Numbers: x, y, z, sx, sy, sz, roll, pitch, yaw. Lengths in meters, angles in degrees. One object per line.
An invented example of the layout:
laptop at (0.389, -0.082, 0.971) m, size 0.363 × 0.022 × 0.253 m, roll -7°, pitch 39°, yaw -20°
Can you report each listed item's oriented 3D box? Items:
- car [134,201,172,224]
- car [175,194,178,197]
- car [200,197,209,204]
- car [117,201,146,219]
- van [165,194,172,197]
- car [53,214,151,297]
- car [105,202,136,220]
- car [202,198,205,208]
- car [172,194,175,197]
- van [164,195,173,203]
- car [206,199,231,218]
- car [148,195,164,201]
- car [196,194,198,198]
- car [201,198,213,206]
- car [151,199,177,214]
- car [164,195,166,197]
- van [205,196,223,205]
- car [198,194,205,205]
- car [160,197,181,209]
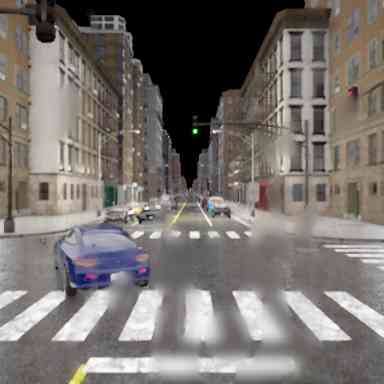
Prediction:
car at (-2.900, 1.638, 25.613) m, size 1.994 × 1.385 × 4.181 m, roll 0°, pitch 0°, yaw 0°
car at (-5.592, 1.812, 90.148) m, size 2.008 × 1.369 × 4.403 m, roll 0°, pitch 0°, yaw 0°
car at (2.541, 1.724, 68.706) m, size 1.752 × 1.417 × 4.829 m, roll 0°, pitch 0°, yaw 0°
car at (-5.443, 1.613, 30.510) m, size 1.752 × 1.417 × 4.829 m, roll 0°, pitch 0°, yaw 0°
van at (-5.538, 1.540, 68.523) m, size 1.690 × 1.788 × 3.998 m, roll 0°, pitch 0°, yaw 0°
car at (-2.497, 1.541, 8.698) m, size 1.812 × 1.442 × 4.674 m, roll 0°, pitch 0°, yaw -27°
car at (-5.430, 1.624, 25.274) m, size 2.008 × 1.369 × 4.403 m, roll 0°, pitch 0°, yaw 0°
car at (2.577, 1.702, 41.506) m, size 1.802 × 1.307 × 4.206 m, roll 0°, pitch 0°, yaw 0°
car at (-5.552, 1.529, 73.929) m, size 2.192 × 1.841 × 5.009 m, roll 0°, pitch 0°, yaw 0°
van at (-5.565, 1.571, 79.336) m, size 1.690 × 1.788 × 3.998 m, roll 0°, pitch 0°, yaw 0°
car at (2.591, 1.639, 30.693) m, size 2.008 × 1.369 × 4.403 m, roll 0°, pitch 0°, yaw 0°
car at (-5.484, 1.575, 46.899) m, size 1.967 × 1.590 × 4.097 m, roll 0°, pitch 0°, yaw 0°
car at (2.520, 1.790, 84.756) m, size 1.887 × 1.381 × 4.507 m, roll 0°, pitch 0°, yaw 0°
car at (2.555, 1.733, 57.725) m, size 1.947 × 1.339 × 4.313 m, roll 0°, pitch 0°, yaw 0°
car at (-2.905, 1.700, 34.429) m, size 1.895 × 1.301 × 4.718 m, roll 0°, pitch 0°, yaw 0°
car at (-5.497, 1.676, 52.134) m, size 1.752 × 1.417 × 4.829 m, roll 0°, pitch 0°, yaw 0°
van at (2.584, 1.445, 36.100) m, size 1.690 × 1.788 × 3.998 m, roll 0°, pitch 0°, yaw 0°
car at (2.563, 1.466, 52.319) m, size 2.192 × 1.841 × 5.009 m, roll 0°, pitch 0°, yaw 0°
car at (-2.913, 1.692, 44.400) m, size 1.994 × 1.385 × 4.181 m, roll 0°, pitch 0°, yaw 0°
